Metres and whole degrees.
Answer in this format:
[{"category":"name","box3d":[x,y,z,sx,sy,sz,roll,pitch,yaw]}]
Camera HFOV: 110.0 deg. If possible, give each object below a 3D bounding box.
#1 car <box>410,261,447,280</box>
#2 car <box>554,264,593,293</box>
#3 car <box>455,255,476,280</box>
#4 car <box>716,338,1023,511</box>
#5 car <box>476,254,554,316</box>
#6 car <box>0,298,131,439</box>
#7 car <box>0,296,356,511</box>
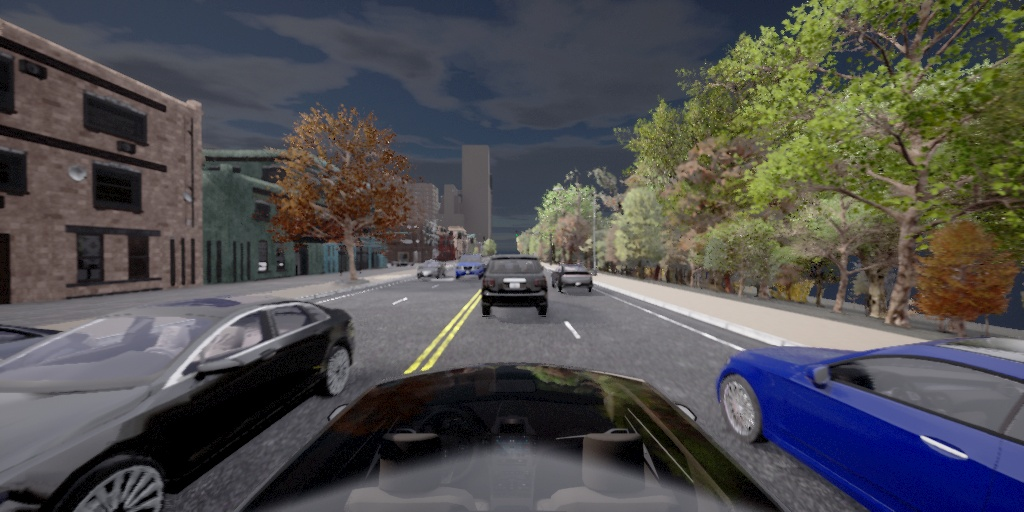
[{"category":"car","box3d":[-6.766,1.176,30.571,2.128,1.511,4.902,0,0,-1]},{"category":"car","box3d":[3.304,1.200,20.460,2.128,1.511,4.902,0,0,0]},{"category":"car","box3d":[-3.521,0.906,30.814,2.150,2.045,5.566,0,0,-1]},{"category":"car","box3d":[3.350,1.274,2.338,1.812,1.442,4.674,0,0,0]},{"category":"car","box3d":[0.080,0.948,13.367,2.150,2.045,5.566,0,0,0]},{"category":"car","box3d":[-6.601,1.311,3.176,1.994,1.385,4.181,0,0,0]},{"category":"car","box3d":[-3.352,1.237,3.692,2.128,1.511,4.902,0,0,0]}]
